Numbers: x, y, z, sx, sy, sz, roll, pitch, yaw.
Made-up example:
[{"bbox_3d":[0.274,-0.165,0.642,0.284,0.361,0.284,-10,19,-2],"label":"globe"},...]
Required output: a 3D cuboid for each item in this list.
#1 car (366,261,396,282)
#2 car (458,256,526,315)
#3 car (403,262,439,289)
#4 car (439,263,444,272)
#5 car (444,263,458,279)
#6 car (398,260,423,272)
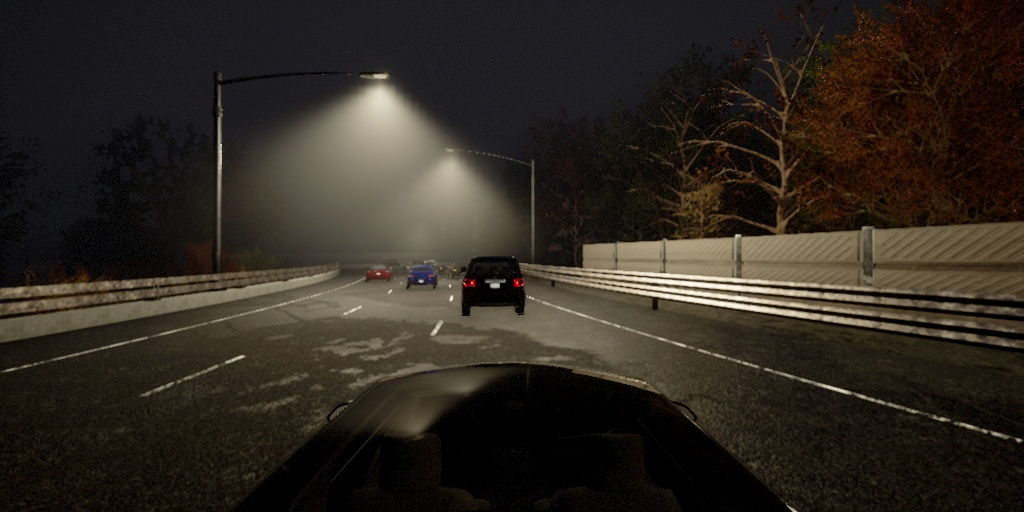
[{"bbox_3d":[-11.208,1.409,30.492,1.994,1.385,4.181,0,0,-16],"label":"car"},{"bbox_3d":[-0.803,1.013,13.912,2.150,2.045,5.566,0,0,-6],"label":"car"},{"bbox_3d":[-5.949,1.348,23.927,1.812,1.442,4.674,0,0,-11],"label":"car"},{"bbox_3d":[-8.553,1.490,44.208,1.895,1.301,4.718,0,0,-22],"label":"car"},{"bbox_3d":[-5.075,1.381,34.099,1.812,1.442,4.674,0,0,-17],"label":"car"},{"bbox_3d":[-12.945,1.495,45.740,1.895,1.301,4.718,0,0,-23],"label":"car"}]
